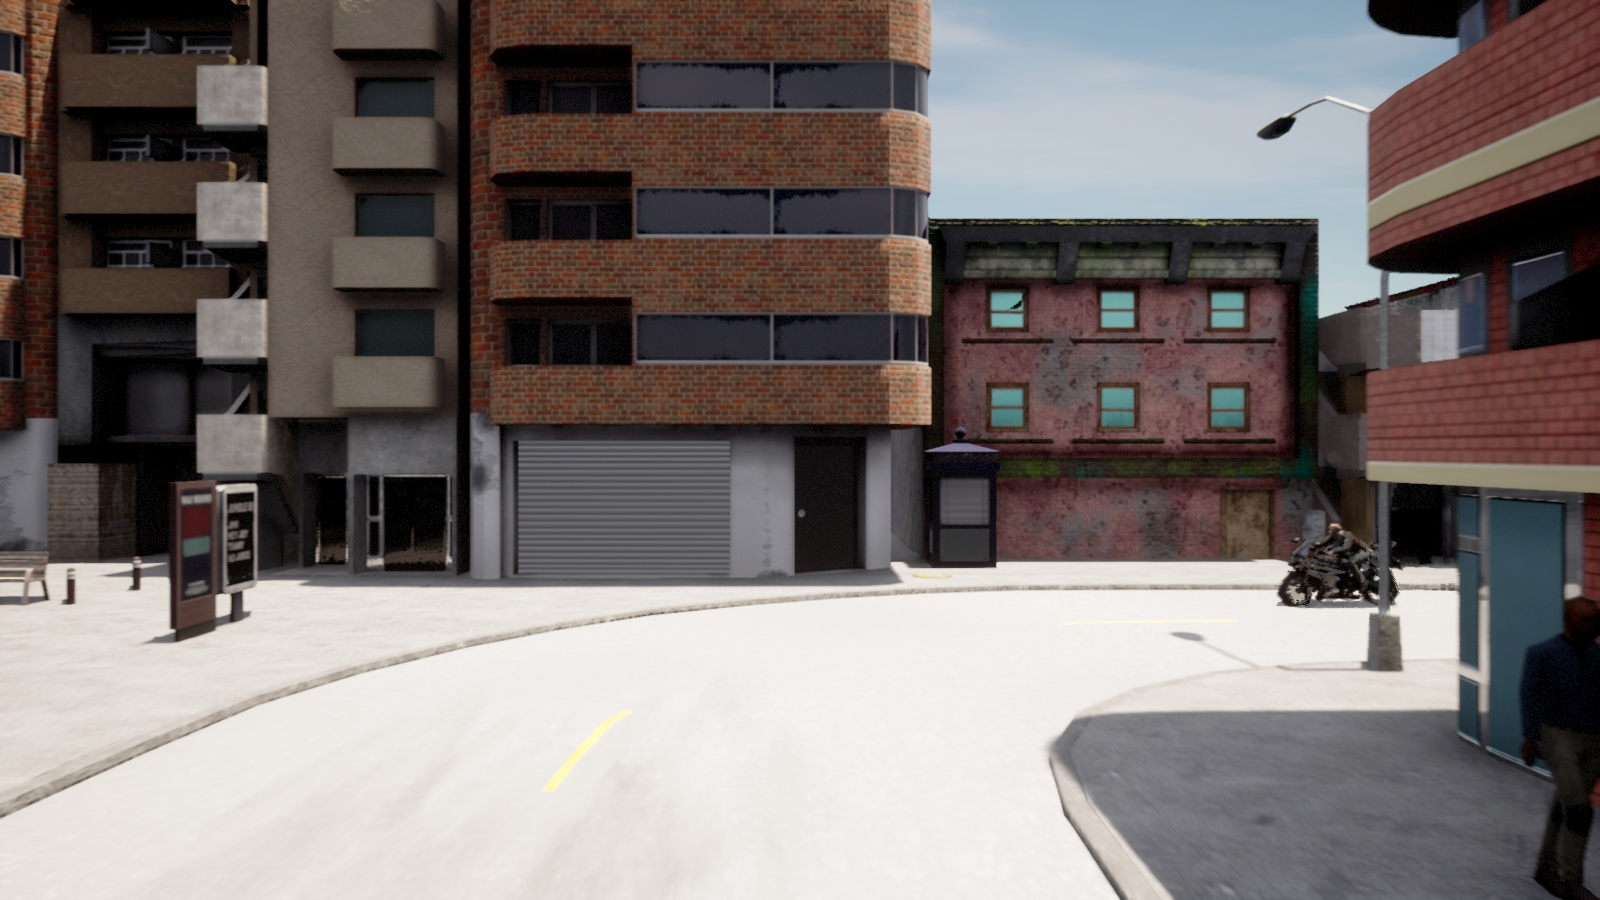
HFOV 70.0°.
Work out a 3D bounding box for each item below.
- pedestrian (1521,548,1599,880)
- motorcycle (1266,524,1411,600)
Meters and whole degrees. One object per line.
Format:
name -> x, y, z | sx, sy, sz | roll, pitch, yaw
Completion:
pedestrian -> 4.537, 1.524, 6.711 | 0.375, 1.860, 0.375 | 0, 0, 3
motorcycle -> 9.651, 1.985, 20.510 | 2.209, 1.251, 0.867 | 0, 1, -5
